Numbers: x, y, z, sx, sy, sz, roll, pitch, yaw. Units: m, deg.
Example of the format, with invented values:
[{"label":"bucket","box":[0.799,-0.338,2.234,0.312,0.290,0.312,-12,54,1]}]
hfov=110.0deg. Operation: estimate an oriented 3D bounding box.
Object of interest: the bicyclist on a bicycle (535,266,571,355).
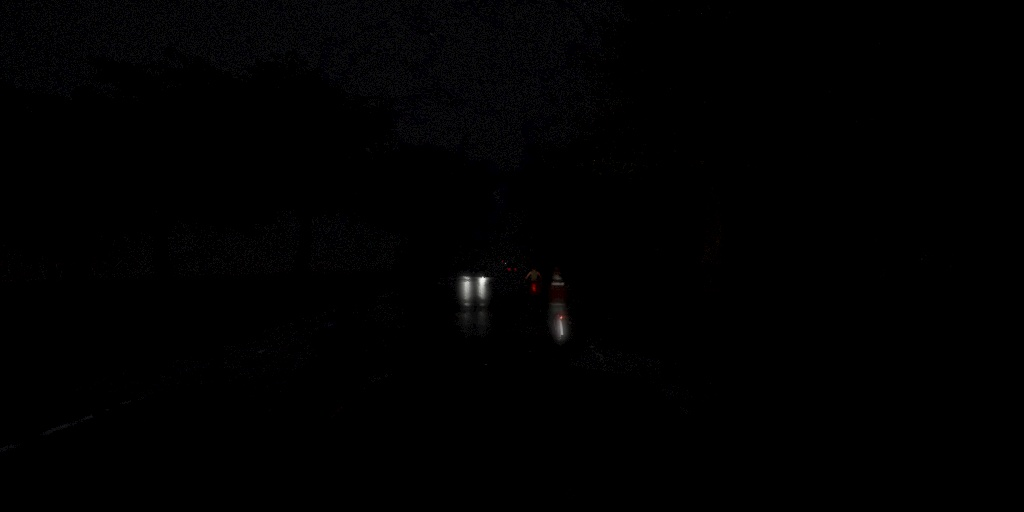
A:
[{"label":"bicyclist on a bicycle","box":[0.960,1.127,7.810,0.659,1.776,1.843,0,0,0]}]

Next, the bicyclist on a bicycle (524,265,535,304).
[{"label":"bicyclist on a bicycle","box":[0.952,1.204,15.629,0.866,1.612,1.509,0,0,0]}]

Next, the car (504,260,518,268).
[{"label":"car","box":[0.061,1.511,64.819,1.895,1.301,4.718,0,0,0]}]

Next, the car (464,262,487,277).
[{"label":"car","box":[-3.621,1.318,36.163,1.837,1.490,4.892,0,0,0]}]
